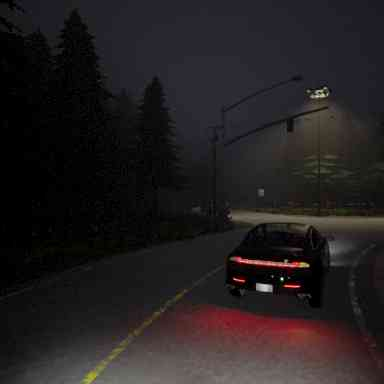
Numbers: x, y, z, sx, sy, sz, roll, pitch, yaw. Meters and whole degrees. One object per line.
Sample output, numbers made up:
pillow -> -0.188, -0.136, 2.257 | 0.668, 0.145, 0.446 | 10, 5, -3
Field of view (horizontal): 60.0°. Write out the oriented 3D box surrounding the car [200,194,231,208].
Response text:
car -> 2.356, 1.247, 34.908 | 2.150, 2.045, 5.566 | 0, 0, -11

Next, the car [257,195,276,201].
car -> 14.890, 1.444, 66.290 | 1.837, 1.490, 4.892 | 0, 0, 44

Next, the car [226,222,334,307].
car -> 2.296, 1.491, 8.128 | 2.128, 1.511, 4.902 | 0, 0, 25

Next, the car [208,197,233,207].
car -> 4.532, 1.517, 52.447 | 2.128, 1.511, 4.902 | 0, 0, 29
